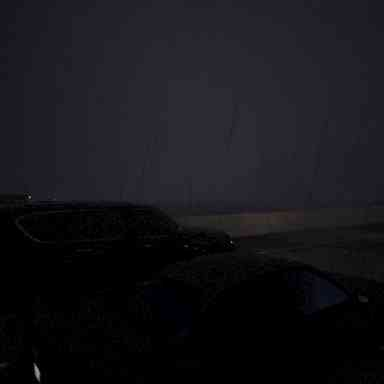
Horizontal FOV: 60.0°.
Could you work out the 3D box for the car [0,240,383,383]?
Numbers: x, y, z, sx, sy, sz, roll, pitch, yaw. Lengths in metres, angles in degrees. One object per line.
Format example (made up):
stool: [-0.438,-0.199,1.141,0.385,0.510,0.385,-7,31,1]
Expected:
car: [0.736,1.535,4.262,5.357,1.411,2.033,0,0,-36]

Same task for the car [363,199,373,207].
car: [27.790,1.796,49.387,5.008,1.535,1.882,1,-1,-35]

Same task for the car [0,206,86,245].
car: [-7.728,1.493,15.671,4.892,1.490,1.837,0,0,-35]

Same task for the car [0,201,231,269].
car: [-1.555,1.210,6.932,5.566,2.045,2.150,0,0,-35]
